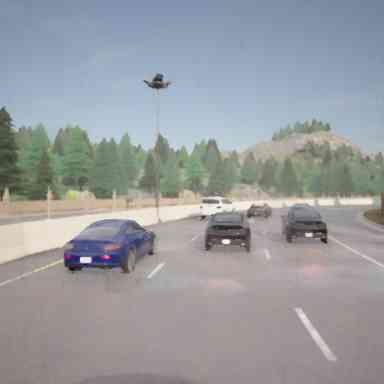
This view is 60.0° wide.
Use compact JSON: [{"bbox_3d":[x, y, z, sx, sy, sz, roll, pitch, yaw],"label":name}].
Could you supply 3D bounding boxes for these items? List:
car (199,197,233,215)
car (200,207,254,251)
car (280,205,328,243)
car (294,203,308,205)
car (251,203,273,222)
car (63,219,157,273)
[{"bbox_3d":[2.379,1.495,30.843,2.150,2.045,5.566,0,-1,20],"label":"car"},{"bbox_3d":[1.708,1.638,14.910,1.837,1.490,4.892,0,-1,10],"label":"car"},{"bbox_3d":[5.712,1.663,17.150,1.837,1.490,4.892,0,-1,12],"label":"car"},{"bbox_3d":[11.143,1.836,33.869,1.812,1.442,4.674,0,-1,23],"label":"car"},{"bbox_3d":[6.679,1.782,32.195,2.128,1.511,4.902,0,-1,21],"label":"car"},{"bbox_3d":[-2.472,1.619,10.922,1.812,1.442,4.674,0,-1,7],"label":"car"}]
